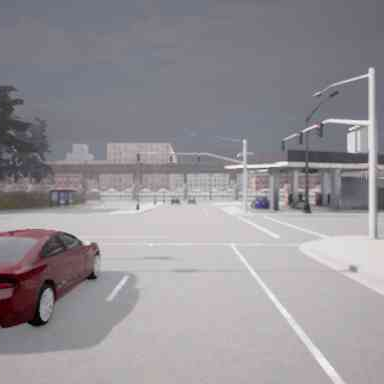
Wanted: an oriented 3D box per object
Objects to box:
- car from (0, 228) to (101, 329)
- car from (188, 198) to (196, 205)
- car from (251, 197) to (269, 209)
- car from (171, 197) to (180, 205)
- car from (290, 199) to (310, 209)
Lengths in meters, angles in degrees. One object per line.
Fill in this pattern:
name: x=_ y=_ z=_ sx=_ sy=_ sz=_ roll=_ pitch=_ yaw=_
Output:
car: x=-3.422 y=1.522 z=7.176 sx=1.882 sy=1.535 sz=5.008 roll=0 pitch=0 yaw=0
car: x=-0.043 y=1.960 z=71.673 sx=2.033 sy=1.411 sz=5.357 roll=0 pitch=0 yaw=0
car: x=9.681 y=1.578 z=47.006 sx=2.242 sy=1.667 sz=4.611 roll=0 pitch=0 yaw=0
car: x=-3.543 y=1.898 z=71.671 sx=1.882 sy=1.535 sz=5.008 roll=0 pitch=0 yaw=0
car: x=15.426 y=1.743 z=47.770 sx=1.970 sy=1.475 sz=3.806 roll=0 pitch=0 yaw=0
